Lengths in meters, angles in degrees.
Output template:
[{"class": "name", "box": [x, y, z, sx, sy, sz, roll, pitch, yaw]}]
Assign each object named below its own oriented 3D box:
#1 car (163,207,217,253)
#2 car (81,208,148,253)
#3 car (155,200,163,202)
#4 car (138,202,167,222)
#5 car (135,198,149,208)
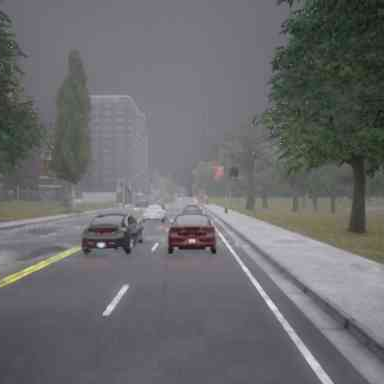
[{"class": "car", "box": [0.010, 1.630, 14.488, 1.882, 1.535, 5.008, 0, 0, 0]}, {"class": "car", "box": [-3.242, 1.658, 14.308, 1.837, 1.490, 4.892, 0, 0, 0]}, {"class": "car", "box": [-6.498, 2.410, 65.554, 1.837, 1.490, 4.892, 0, -1, 0]}, {"class": "car", "box": [-3.236, 1.864, 29.391, 1.812, 1.442, 4.674, 0, -1, 0]}, {"class": "car", "box": [-9.741, 2.135, 65.408, 2.150, 2.045, 5.566, 0, -1, 0]}]
